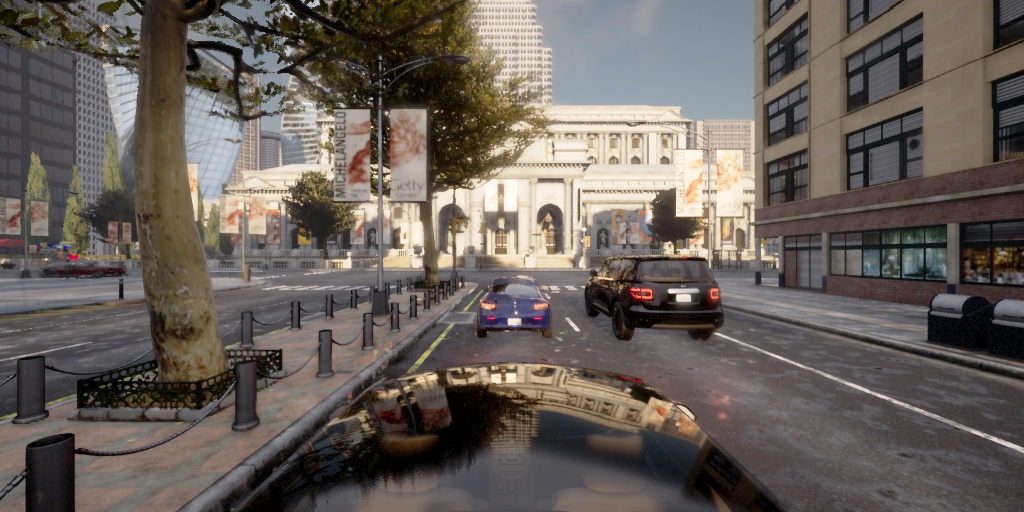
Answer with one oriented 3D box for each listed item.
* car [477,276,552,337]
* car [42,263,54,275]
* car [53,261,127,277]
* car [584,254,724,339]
[{"bbox_3d":[0.076,1.276,10.150,1.812,1.442,4.674,0,0,0],"label":"car"},{"bbox_3d":[-46.205,1.275,37.638,4.674,1.442,1.812,0,0,-2],"label":"car"},{"bbox_3d":[-39.992,1.351,34.234,4.718,1.301,1.895,0,0,0],"label":"car"},{"bbox_3d":[3.582,0.971,10.160,2.150,2.045,5.566,0,0,0],"label":"car"}]
